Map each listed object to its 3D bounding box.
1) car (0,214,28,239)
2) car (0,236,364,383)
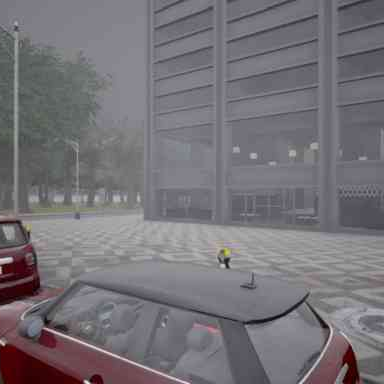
[{"bbox_3d":[-5.015,1.314,6.528,5.009,1.841,2.192,0,0,35],"label":"car"},{"bbox_3d":[-0.584,1.440,3.376,4.097,1.590,1.967,0,0,35],"label":"car"}]
